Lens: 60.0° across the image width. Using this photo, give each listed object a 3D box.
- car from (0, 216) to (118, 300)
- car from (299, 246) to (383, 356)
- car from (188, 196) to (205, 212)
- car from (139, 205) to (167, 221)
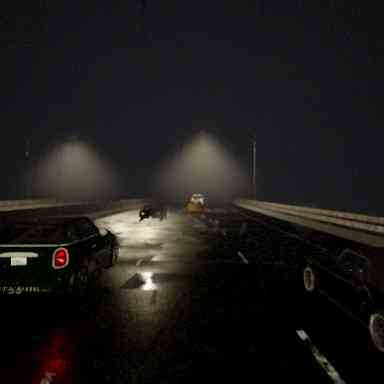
[{"bbox_3d":[-3.376,1.382,8.632,2.097,1.767,4.553,0,0,0],"label":"car"},{"bbox_3d":[3.504,1.622,5.950,1.895,1.301,4.718,0,0,0],"label":"car"},{"bbox_3d":[0.462,1.634,40.852,1.801,1.575,5.366,0,0,1],"label":"car"},{"bbox_3d":[-3.186,1.714,28.170,1.895,1.301,4.718,0,0,1],"label":"car"}]
